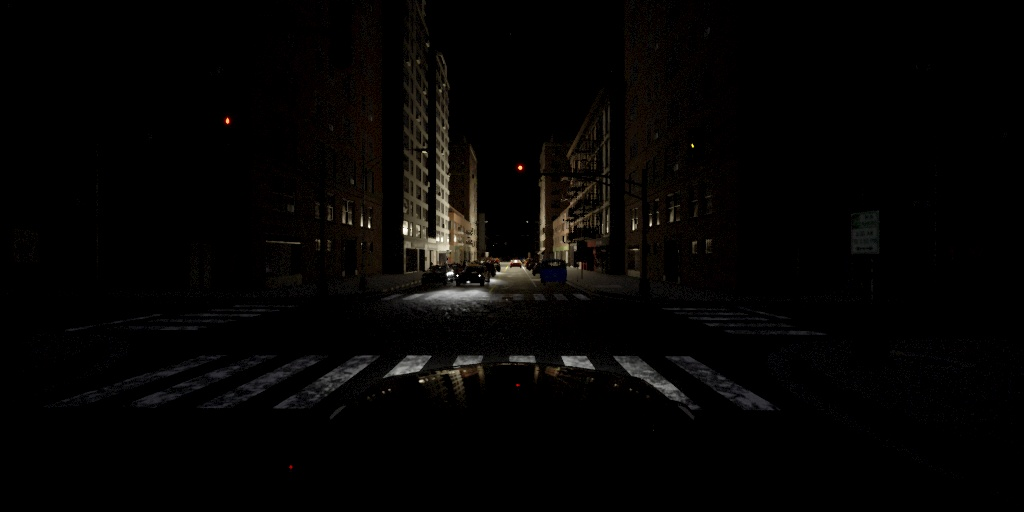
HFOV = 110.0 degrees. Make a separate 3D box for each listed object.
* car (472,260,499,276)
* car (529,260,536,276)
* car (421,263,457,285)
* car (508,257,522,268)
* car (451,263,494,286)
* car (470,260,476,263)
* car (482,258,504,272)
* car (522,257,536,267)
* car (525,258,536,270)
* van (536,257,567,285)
[{"bbox_3d":[-2.549,1.349,35.146,1.895,1.301,4.718,0,0,1],"label":"car"},{"bbox_3d":[2.949,1.330,36.725,1.802,1.307,4.207,0,0,1],"label":"car"},{"bbox_3d":[-5.179,1.299,25.427,2.007,1.370,4.403,0,0,1],"label":"car"},{"bbox_3d":[0.618,1.336,59.045,1.895,1.301,4.718,0,0,1],"label":"car"},{"bbox_3d":[-2.652,1.349,25.134,1.895,1.301,4.718,0,0,4],"label":"car"},{"bbox_3d":[-4.975,1.269,47.984,1.751,1.417,4.829,0,0,1],"label":"car"},{"bbox_3d":[-2.452,1.309,45.199,1.994,1.385,4.181,0,0,1],"label":"car"},{"bbox_3d":[3.103,1.054,53.769,2.192,1.841,5.009,0,0,1],"label":"car"},{"bbox_3d":[3.052,1.325,48.087,1.802,1.307,4.207,0,0,1],"label":"car"},{"bbox_3d":[2.846,1.089,25.363,1.690,1.789,3.998,0,0,1],"label":"van"}]
